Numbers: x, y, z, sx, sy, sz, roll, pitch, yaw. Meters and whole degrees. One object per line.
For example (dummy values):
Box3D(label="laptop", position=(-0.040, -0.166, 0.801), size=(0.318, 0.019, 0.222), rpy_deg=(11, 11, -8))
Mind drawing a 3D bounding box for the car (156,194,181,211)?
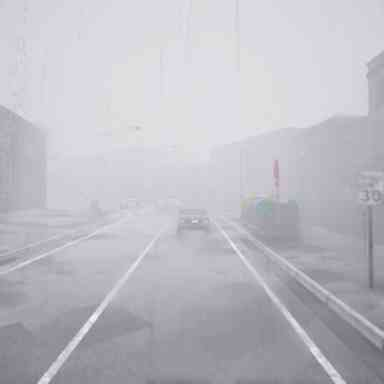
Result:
Box3D(label="car", position=(-2.913, 1.236, 41.274), size=(2.150, 2.045, 5.566), rpy_deg=(1, 0, -18))

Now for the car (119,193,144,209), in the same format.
Box3D(label="car", position=(-8.115, 1.203, 44.261), size=(2.150, 2.045, 5.566), rpy_deg=(1, -1, -26))

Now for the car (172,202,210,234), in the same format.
Box3D(label="car", position=(0.066, 1.552, 19.405), size=(2.033, 1.411, 5.357), rpy_deg=(0, 0, -1))
